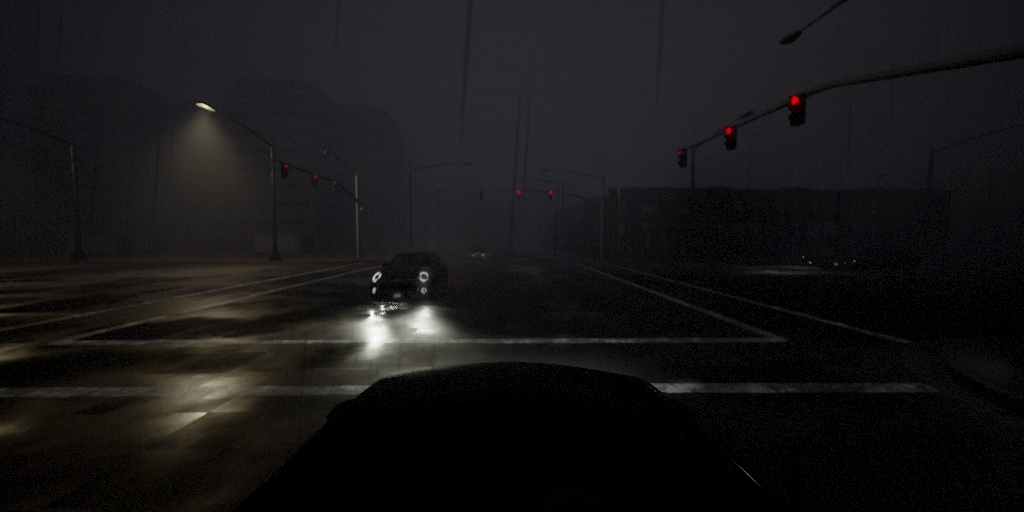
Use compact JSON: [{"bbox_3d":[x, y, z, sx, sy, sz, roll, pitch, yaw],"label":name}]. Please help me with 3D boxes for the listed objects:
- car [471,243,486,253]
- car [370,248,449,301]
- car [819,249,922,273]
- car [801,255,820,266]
[{"bbox_3d":[-4.565,-1.132,50.214,2.033,1.411,5.357,0,3,-1],"label":"car"},{"bbox_3d":[-3.766,0.587,13.859,2.097,1.767,4.553,0,3,-1],"label":"car"},{"bbox_3d":[23.412,0.274,23.188,4.902,1.511,2.128,0,3,-1],"label":"car"},{"bbox_3d":[24.426,0.196,26.710,4.718,1.301,1.895,0,3,-1],"label":"car"}]
